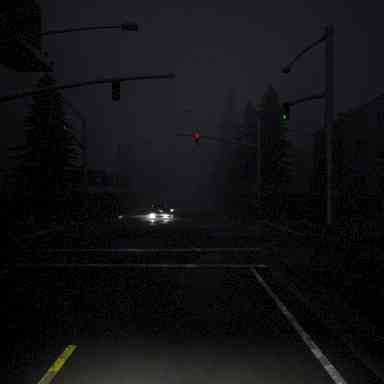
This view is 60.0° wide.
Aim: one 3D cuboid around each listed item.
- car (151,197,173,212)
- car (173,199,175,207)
[{"bbox_3d":[-3.550,1.601,38.211,1.895,1.301,4.718,0,0,0],"label":"car"},{"bbox_3d":[-3.520,1.505,48.336,1.837,1.490,4.892,0,0,0],"label":"car"}]
